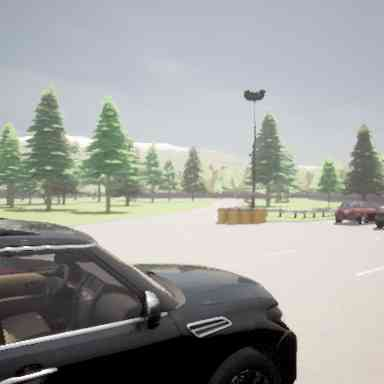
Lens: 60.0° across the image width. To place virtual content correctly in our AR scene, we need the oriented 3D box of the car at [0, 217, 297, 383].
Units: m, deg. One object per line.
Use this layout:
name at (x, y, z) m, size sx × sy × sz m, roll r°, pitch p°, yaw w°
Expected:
car at (-1.587, 1.222, 2.615) m, size 5.566 × 2.045 × 2.150 m, roll 1°, pitch 0°, yaw -36°

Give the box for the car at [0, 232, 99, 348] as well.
car at (-3.875, 1.562, 5.282) m, size 4.181 × 1.385 × 1.994 m, roll 1°, pitch 0°, yaw -36°

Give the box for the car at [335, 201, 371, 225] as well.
car at (13.303, 1.565, 26.143) m, size 4.553 × 1.767 × 2.097 m, roll 1°, pitch 0°, yaw -35°

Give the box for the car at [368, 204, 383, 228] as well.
car at (14.271, 1.706, 22.532) m, size 4.892 × 1.490 × 1.837 m, roll 1°, pitch 0°, yaw -36°
